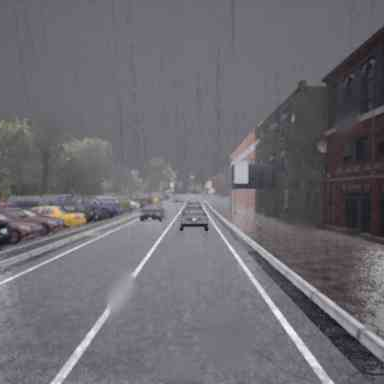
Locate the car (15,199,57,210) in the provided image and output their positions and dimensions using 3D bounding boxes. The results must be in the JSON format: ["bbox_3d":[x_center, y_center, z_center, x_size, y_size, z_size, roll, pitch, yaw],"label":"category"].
[{"bbox_3d":[-21.751,1.725,46.548,4.792,1.488,2.163,0,1,0],"label":"car"}]

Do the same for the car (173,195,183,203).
[{"bbox_3d":[-2.845,1.426,68.635,2.097,1.767,4.553,0,0,1],"label":"car"}]

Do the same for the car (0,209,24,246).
[{"bbox_3d":[-9.418,1.528,12.583,4.792,1.488,2.163,0,-1,0],"label":"car"}]

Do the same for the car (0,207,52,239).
[{"bbox_3d":[-9.371,1.565,15.410,4.674,1.452,2.002,0,-1,0],"label":"car"}]

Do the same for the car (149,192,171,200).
[{"bbox_3d":[-8.799,1.067,91.719,5.566,2.045,2.435,0,1,0],"label":"car"}]

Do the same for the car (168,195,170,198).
[{"bbox_3d":[-8.862,1.372,86.069,5.008,1.535,2.097,0,1,0],"label":"car"}]

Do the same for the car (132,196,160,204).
[{"bbox_3d":[-9.193,1.533,66.292,5.366,1.575,1.946,0,0,0],"label":"car"}]

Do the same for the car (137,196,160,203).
[{"bbox_3d":[-8.985,1.553,69.117,4.674,1.452,2.002,0,0,0],"label":"car"}]

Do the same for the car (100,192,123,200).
[{"bbox_3d":[-21.394,1.094,88.771,5.566,2.045,2.435,0,0,0],"label":"car"}]

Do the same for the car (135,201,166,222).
[{"bbox_3d":[-3.288,1.744,28.810,2.033,1.411,5.357,0,0,0],"label":"car"}]

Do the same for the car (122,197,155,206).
[{"bbox_3d":[-9.253,1.602,57.816,5.366,1.575,1.946,0,0,0],"label":"car"}]

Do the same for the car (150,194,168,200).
[{"bbox_3d":[-8.845,1.386,88.897,4.674,1.452,2.002,0,1,0],"label":"car"}]

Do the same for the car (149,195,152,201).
[{"bbox_3d":[-9.111,1.691,52.164,4.674,1.452,2.002,0,0,0],"label":"car"}]

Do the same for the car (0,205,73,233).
[{"bbox_3d":[-9.351,1.592,18.235,4.674,1.452,2.002,0,-1,0],"label":"car"}]

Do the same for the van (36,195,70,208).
[{"bbox_3d":[-21.796,1.424,52.191,4.442,1.987,1.878,0,1,0],"label":"van"}]

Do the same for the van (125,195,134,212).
[{"bbox_3d":[-9.326,1.509,37.896,4.442,1.987,1.878,0,0,0],"label":"van"}]

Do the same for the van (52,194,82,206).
[{"bbox_3d":[-21.752,1.377,57.841,4.442,1.987,1.878,0,0,0],"label":"van"}]

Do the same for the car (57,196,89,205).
[{"bbox_3d":[-21.622,1.581,60.539,5.008,1.535,2.097,0,0,0],"label":"car"}]

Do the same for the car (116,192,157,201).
[{"bbox_3d":[-9.116,1.377,54.987,5.566,2.045,2.435,0,0,0],"label":"car"}]

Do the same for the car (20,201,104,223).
[{"bbox_3d":[-9.303,1.605,23.887,5.008,1.535,2.097,0,-1,0],"label":"car"}]

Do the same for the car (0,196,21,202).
[{"bbox_3d":[-21.777,1.458,35.108,5.566,2.045,2.435,0,-1,0],"label":"car"}]

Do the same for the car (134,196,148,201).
[{"bbox_3d":[-9.143,1.697,46.512,5.008,1.535,2.097,0,0,0],"label":"car"}]

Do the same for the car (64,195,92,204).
[{"bbox_3d":[-21.628,1.433,63.361,4.553,1.767,2.185,0,0,0],"label":"car"}]

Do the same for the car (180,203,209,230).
[{"bbox_3d":[0.137,1.710,22.316,2.033,1.411,5.357,0,0,0],"label":"car"}]

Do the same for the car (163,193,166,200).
[{"bbox_3d":[-8.918,1.496,74.768,4.792,1.488,2.163,0,0,0],"label":"car"}]

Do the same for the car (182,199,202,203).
[{"bbox_3d":[0.240,1.710,42.028,2.128,1.511,4.902,0,0,1],"label":"car"}]

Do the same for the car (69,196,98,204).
[{"bbox_3d":[-21.572,1.535,66.185,5.008,1.535,2.097,0,0,0],"label":"car"}]

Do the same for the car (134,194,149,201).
[{"bbox_3d":[-9.159,1.548,49.337,4.553,1.767,2.185,0,0,0],"label":"car"}]

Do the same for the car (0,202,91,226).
[{"bbox_3d":[-9.514,1.576,21.062,5.366,1.575,1.946,0,-1,0],"label":"car"}]

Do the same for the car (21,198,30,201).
[{"bbox_3d":[-21.779,1.732,37.940,5.008,1.535,2.097,0,-1,0],"label":"car"}]

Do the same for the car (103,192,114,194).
[{"bbox_3d":[-21.491,1.442,77.604,5.008,1.535,2.097,0,0,0],"label":"car"}]

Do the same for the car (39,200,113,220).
[{"bbox_3d":[-9.294,1.632,26.712,5.008,1.535,2.097,0,-1,0],"label":"car"}]

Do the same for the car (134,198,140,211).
[{"bbox_3d":[-9.191,1.778,40.852,4.674,1.452,2.002,0,0,0],"label":"car"}]

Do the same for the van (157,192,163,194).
[{"bbox_3d":[-9.085,1.264,71.941,4.442,1.987,1.878,0,0,0],"label":"van"}]

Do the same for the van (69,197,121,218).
[{"bbox_3d":[-9.365,1.460,32.366,4.442,1.987,1.878,0,-1,0],"label":"van"}]

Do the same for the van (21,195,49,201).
[{"bbox_3d":[-21.622,1.493,43.718,4.442,1.987,1.878,0,0,0],"label":"van"}]

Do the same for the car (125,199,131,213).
[{"bbox_3d":[-9.231,1.753,35.188,4.674,1.452,2.002,0,-1,0],"label":"car"}]

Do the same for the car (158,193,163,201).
[{"bbox_3d":[-8.842,1.556,63.464,5.366,1.575,1.946,0,0,0],"label":"car"}]

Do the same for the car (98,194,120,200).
[{"bbox_3d":[-21.447,1.371,86.074,4.892,1.521,2.231,0,0,0],"label":"car"}]

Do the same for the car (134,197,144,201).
[{"bbox_3d":[-9.165,1.760,43.687,4.674,1.452,2.002,0,0,0],"label":"car"}]

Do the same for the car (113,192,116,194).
[{"bbox_3d":[-21.473,1.420,80.428,4.892,1.521,2.231,0,1,0],"label":"car"}]

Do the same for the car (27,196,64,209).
[{"bbox_3d":[-21.669,1.548,49.244,4.553,1.767,2.185,0,0,0],"label":"car"}]

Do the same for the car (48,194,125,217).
[{"bbox_3d":[-9.240,1.408,29.540,5.566,2.045,2.435,0,-1,0],"label":"car"}]
